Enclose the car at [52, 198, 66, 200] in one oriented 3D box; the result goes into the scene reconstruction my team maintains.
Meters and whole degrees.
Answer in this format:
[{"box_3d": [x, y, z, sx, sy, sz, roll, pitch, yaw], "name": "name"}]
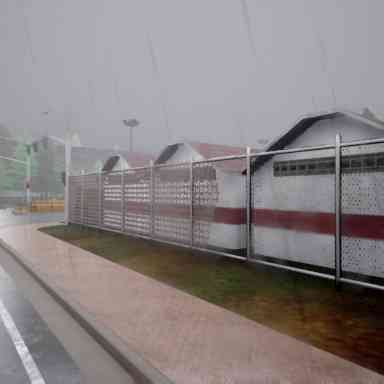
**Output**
[{"box_3d": [-17.038, 1.513, 42.402, 4.892, 1.490, 1.837, 0, 0, -38], "name": "car"}]
